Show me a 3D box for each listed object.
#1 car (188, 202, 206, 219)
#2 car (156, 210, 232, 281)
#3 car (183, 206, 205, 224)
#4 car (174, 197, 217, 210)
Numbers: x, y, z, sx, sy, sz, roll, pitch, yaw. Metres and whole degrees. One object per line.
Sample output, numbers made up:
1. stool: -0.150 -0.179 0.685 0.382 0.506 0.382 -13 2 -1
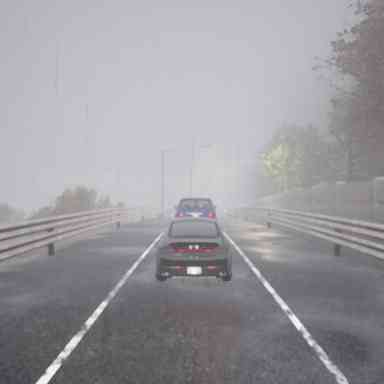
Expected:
1. car: 0.737 2.378 43.160 2.150 2.045 5.566 0 -3 3
2. car: 0.052 1.473 9.647 1.837 1.490 4.892 0 0 0
3. car: 0.206 1.936 28.890 1.812 1.442 4.674 0 -2 1
4. car: 0.189 1.302 18.171 2.150 2.045 5.566 0 -1 0
